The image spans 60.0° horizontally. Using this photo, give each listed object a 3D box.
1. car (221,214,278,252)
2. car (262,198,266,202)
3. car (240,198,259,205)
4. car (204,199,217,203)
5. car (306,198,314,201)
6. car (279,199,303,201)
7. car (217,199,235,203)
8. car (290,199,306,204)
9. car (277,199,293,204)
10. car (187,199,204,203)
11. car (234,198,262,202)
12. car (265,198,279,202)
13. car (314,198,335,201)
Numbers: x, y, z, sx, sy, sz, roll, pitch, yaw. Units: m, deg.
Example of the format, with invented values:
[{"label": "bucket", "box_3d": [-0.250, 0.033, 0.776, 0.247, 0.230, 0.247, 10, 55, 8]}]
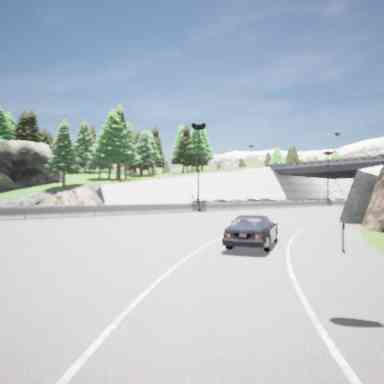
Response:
[{"label": "car", "box_3d": [2.718, 1.698, 14.850, 2.033, 1.411, 5.357, 0, -1, 19]}, {"label": "car", "box_3d": [16.264, 2.133, 75.913, 4.553, 1.767, 2.097, 1, -1, -44]}, {"label": "car", "box_3d": [13.456, 2.282, 78.069, 4.892, 1.490, 1.837, 1, -1, -44]}, {"label": "car", "box_3d": [5.032, 2.145, 65.173, 4.674, 1.442, 1.812, 1, -1, -43]}, {"label": "car", "box_3d": [30.165, 2.454, 84.385, 4.902, 1.511, 2.128, 1, -1, -44]}, {"label": "car", "box_3d": [21.284, 2.285, 71.028, 4.902, 1.511, 2.128, 1, -1, -44]}, {"label": "car", "box_3d": [7.718, 2.106, 62.919, 4.902, 1.511, 2.128, 1, -1, -43]}, {"label": "car", "box_3d": [27.651, 2.532, 86.823, 4.718, 1.301, 1.895, 1, -1, -44]}, {"label": "car", "box_3d": [24.865, 2.537, 89.002, 4.718, 1.301, 1.895, 1, -1, -44]}, {"label": "car", "box_3d": [1.015, 2.112, 66.166, 4.902, 1.511, 2.128, 1, -1, -43]}, {"label": "car", "box_3d": [10.287, 2.169, 60.541, 4.181, 1.385, 1.994, 1, -1, -43]}, {"label": "car", "box_3d": [18.757, 2.321, 73.454, 4.181, 1.385, 1.994, 1, -1, -44]}, {"label": "car", "box_3d": [32.635, 2.514, 81.904, 4.718, 1.301, 1.895, 1, -1, -44]}]
